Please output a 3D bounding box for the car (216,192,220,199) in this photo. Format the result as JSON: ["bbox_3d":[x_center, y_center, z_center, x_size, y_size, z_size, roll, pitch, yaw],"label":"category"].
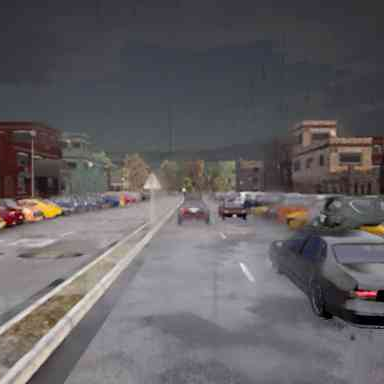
[{"bbox_3d":[7.719,1.267,65.176,4.892,1.521,2.231,0,0,0],"label":"car"}]

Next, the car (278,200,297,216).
[{"bbox_3d":[7.670,1.389,18.305,5.008,1.535,2.097,0,0,0],"label":"car"}]

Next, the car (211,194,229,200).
[{"bbox_3d":[7.768,1.331,92.748,4.892,1.521,2.231,0,0,0],"label":"car"}]

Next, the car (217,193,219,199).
[{"bbox_3d":[7.716,1.267,62.419,4.892,1.521,2.231,0,0,0],"label":"car"}]

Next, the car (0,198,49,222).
[{"bbox_3d":[-12.579,1.215,22.398,4.553,1.767,2.185,0,0,0],"label":"car"}]

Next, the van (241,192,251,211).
[{"bbox_3d":[7.802,1.086,34.847,4.442,1.987,1.878,0,0,0],"label":"van"}]

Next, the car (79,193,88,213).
[{"bbox_3d":[-12.499,1.178,30.734,4.553,1.767,2.185,0,0,0],"label":"car"}]

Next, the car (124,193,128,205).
[{"bbox_3d":[-12.310,1.257,47.408,5.366,1.575,1.946,0,0,0],"label":"car"}]

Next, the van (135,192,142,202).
[{"bbox_3d":[-12.577,1.032,64.084,4.442,1.987,1.878,0,0,0],"label":"van"}]

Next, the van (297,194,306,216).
[{"bbox_3d":[7.544,1.178,15.546,4.442,1.987,1.878,0,0,0],"label":"van"}]

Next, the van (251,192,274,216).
[{"bbox_3d":[7.796,1.107,29.334,4.442,1.987,1.878,0,0,0],"label":"van"}]

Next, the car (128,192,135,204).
[{"bbox_3d":[-12.455,1.003,52.965,5.566,2.045,2.435,0,0,0],"label":"car"}]

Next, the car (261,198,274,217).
[{"bbox_3d":[7.669,1.400,23.820,4.674,1.452,2.002,0,0,0],"label":"car"}]

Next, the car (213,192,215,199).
[{"bbox_3d":[7.771,1.157,76.205,4.553,1.767,2.185,0,0,0],"label":"car"}]

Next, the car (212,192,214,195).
[{"bbox_3d":[7.749,1.290,78.962,5.008,1.535,2.097,0,0,0],"label":"car"}]

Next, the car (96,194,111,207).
[{"bbox_3d":[-12.507,1.278,39.073,4.892,1.521,2.231,0,0,0],"label":"car"}]

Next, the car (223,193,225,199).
[{"bbox_3d":[7.893,1.268,51.390,5.366,1.575,1.946,0,0,0],"label":"car"}]

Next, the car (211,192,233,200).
[{"bbox_3d":[7.783,1.062,87.235,5.566,2.045,2.435,0,0,0],"label":"car"}]

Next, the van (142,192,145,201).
[{"bbox_3d":[-12.338,1.035,66.861,4.442,1.987,1.878,0,0,0],"label":"van"}]

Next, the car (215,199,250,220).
[{"bbox_3d":[3.128,1.467,26.646,1.895,1.301,4.718,0,0,0],"label":"car"}]

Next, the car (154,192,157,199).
[{"bbox_3d":[-12.449,1.054,83.538,5.566,2.045,2.435,0,0,0],"label":"car"}]

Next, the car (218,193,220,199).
[{"bbox_3d":[7.712,1.266,59.663,4.892,1.521,2.231,0,0,0],"label":"car"}]

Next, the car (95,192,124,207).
[{"bbox_3d":[-12.473,1.013,44.630,5.566,2.045,2.435,0,0,0],"label":"car"}]

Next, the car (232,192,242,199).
[{"bbox_3d":[7.718,1.050,37.605,5.566,2.045,2.435,0,0,0],"label":"car"}]

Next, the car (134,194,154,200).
[{"bbox_3d":[-12.420,1.317,86.315,4.892,1.521,2.231,0,0,0],"label":"car"}]

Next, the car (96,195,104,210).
[{"bbox_3d":[-12.516,1.325,36.294,4.674,1.452,2.002,0,0,0],"label":"car"}]

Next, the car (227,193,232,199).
[{"bbox_3d":[7.730,1.309,45.876,4.792,1.488,2.163,0,0,0],"label":"car"}]

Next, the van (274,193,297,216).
[{"bbox_3d":[7.785,1.148,21.061,4.442,1.987,1.878,0,0,0],"label":"van"}]

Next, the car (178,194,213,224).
[{"bbox_3d":[0.132,1.236,23.449,2.097,1.767,4.553,0,0,0],"label":"car"}]

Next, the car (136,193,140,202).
[{"bbox_3d":[-12.464,1.295,61.179,4.674,1.452,2.002,0,0,0],"label":"car"}]

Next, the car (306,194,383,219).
[{"bbox_3d":[7.686,1.168,12.788,5.566,2.045,2.435,0,0,0],"label":"car"}]

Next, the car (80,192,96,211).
[{"bbox_3d":[-12.493,1.168,33.514,4.553,1.767,2.185,0,0,0],"label":"car"}]

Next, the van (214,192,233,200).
[{"bbox_3d":[7.630,1.072,81.720,4.442,1.987,1.878,0,0,0],"label":"van"}]

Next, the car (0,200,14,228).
[{"bbox_3d":[-12.374,1.365,16.840,5.366,1.575,1.946,0,0,0],"label":"car"}]

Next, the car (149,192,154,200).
[{"bbox_3d":[-12.403,1.036,77.853,5.566,2.045,2.435,0,0,0],"label":"car"}]

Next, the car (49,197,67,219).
[{"bbox_3d":[-12.537,1.328,25.180,5.008,1.535,2.097,0,0,0],"label":"car"}]

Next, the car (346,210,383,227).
[{"bbox_3d":[7.648,1.433,9.907,5.008,1.535,2.097,0,0,0],"label":"car"}]

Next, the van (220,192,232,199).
[{"bbox_3d":[7.597,1.040,56.782,4.442,1.987,1.878,0,0,0],"label":"van"}]

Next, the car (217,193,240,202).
[{"bbox_3d":[7.701,1.147,70.690,4.553,1.767,2.185,0,0,0],"label":"car"}]

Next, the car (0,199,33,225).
[{"bbox_3d":[-12.548,1.354,19.619,5.008,1.535,2.097,0,0,0],"label":"car"}]

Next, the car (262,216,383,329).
[{"bbox_3d":[3.115,1.515,7.250,2.033,1.411,5.357,0,0,0],"label":"car"}]

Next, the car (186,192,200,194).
[{"bbox_3d":[0.147,1.037,40.485,2.150,2.045,5.566,0,0,0],"label":"car"}]

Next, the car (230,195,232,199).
[{"bbox_3d":[7.699,1.326,43.120,4.674,1.452,2.002,0,0,0],"label":"car"}]

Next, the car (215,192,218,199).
[{"bbox_3d":[7.723,1.270,67.933,4.892,1.521,2.231,0,0,0],"label":"car"}]

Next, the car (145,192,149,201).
[{"bbox_3d":[-12.477,1.015,69.641,5.566,2.045,2.435,0,0,0],"label":"car"}]

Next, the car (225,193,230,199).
[{"bbox_3d":[7.697,1.276,48.634,4.892,1.521,2.231,0,0,0],"label":"car"}]

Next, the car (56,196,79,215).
[{"bbox_3d":[-12.542,1.316,27.956,4.892,1.521,2.231,0,0,0],"label":"car"}]
